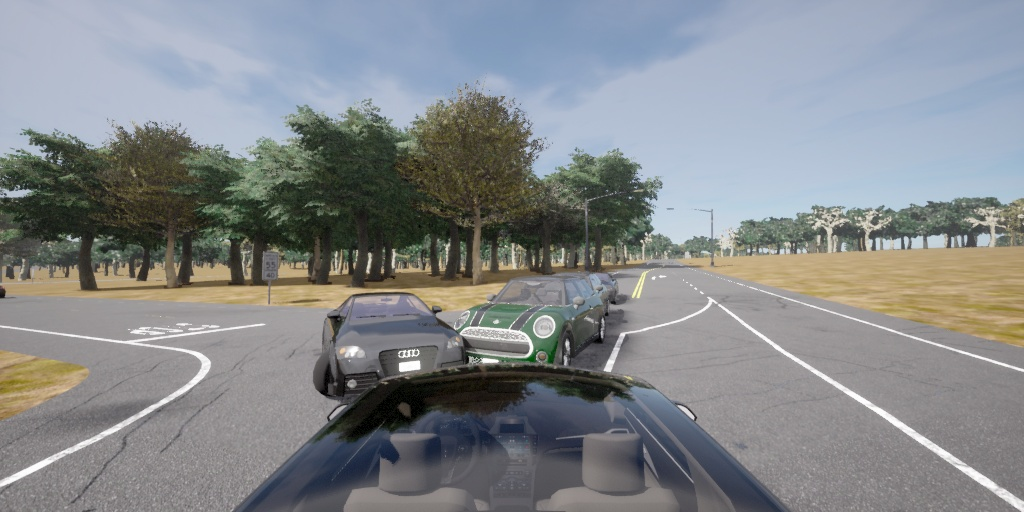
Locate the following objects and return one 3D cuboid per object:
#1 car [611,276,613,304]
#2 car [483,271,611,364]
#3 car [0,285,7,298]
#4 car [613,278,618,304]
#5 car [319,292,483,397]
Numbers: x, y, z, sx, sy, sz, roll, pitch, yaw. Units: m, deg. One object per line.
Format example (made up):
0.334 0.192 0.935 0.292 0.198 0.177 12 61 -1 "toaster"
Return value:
2.023 1.344 12.143 2.097 1.767 4.553 -1 -1 21 "car"
0.617 1.218 7.830 2.097 1.767 4.553 -1 -2 26 "car"
-40.861 2.562 27.387 4.181 1.385 1.994 -2 -3 22 "car"
4.217 1.509 17.870 1.994 1.385 4.181 -1 0 19 "car"
-2.355 1.376 6.625 1.994 1.385 4.181 1 -2 -29 "car"
